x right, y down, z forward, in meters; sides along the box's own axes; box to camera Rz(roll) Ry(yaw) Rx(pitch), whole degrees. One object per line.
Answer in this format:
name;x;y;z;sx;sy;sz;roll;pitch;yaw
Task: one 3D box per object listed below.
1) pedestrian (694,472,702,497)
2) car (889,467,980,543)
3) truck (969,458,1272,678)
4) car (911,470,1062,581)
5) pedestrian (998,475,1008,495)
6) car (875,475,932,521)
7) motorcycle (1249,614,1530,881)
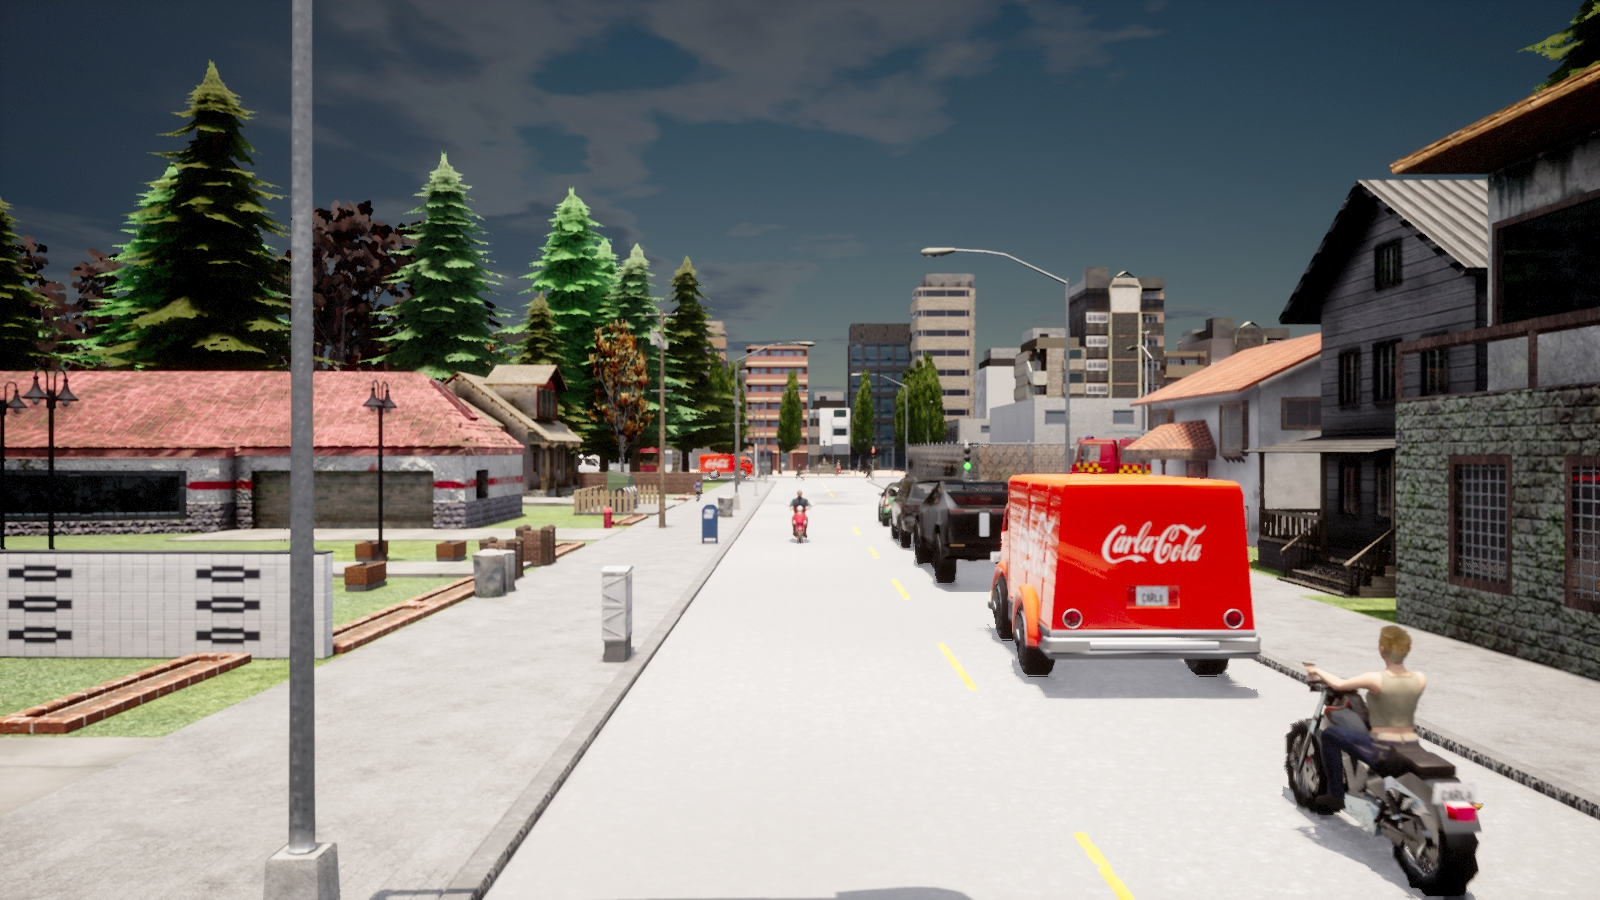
pedestrian;-5.380;1.832;60.301;0.375;1.300;0.375;0;0;4
car;3.972;1.577;34.689;2.150;2.045;5.566;0;0;0
truck;3.994;1.350;15.453;2.627;2.467;5.204;0;0;0
car;3.985;1.547;25.708;2.390;2.098;6.274;0;0;0
pedestrian;11.282;1.927;63.413;0.500;1.100;0.500;0;0;5
car;3.914;1.801;43.721;1.851;1.617;3.988;0;0;1
motorcycle;4.001;1.955;8.037;0.764;1.277;2.356;0;0;0
